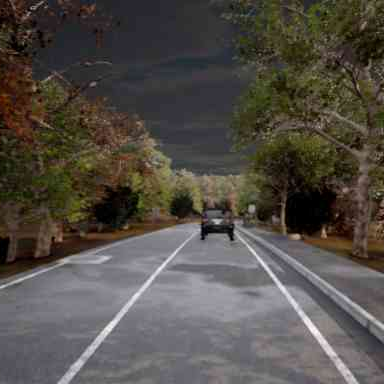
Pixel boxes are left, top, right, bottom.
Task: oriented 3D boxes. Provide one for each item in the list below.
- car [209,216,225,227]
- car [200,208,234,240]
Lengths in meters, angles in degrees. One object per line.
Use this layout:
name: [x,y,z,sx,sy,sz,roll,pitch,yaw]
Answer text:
car: [3.557,4.101,46.805,2.128,1.511,4.902,0,-4,5]
car: [1.765,2.200,23.253,2.150,2.045,5.566,1,-4,4]
